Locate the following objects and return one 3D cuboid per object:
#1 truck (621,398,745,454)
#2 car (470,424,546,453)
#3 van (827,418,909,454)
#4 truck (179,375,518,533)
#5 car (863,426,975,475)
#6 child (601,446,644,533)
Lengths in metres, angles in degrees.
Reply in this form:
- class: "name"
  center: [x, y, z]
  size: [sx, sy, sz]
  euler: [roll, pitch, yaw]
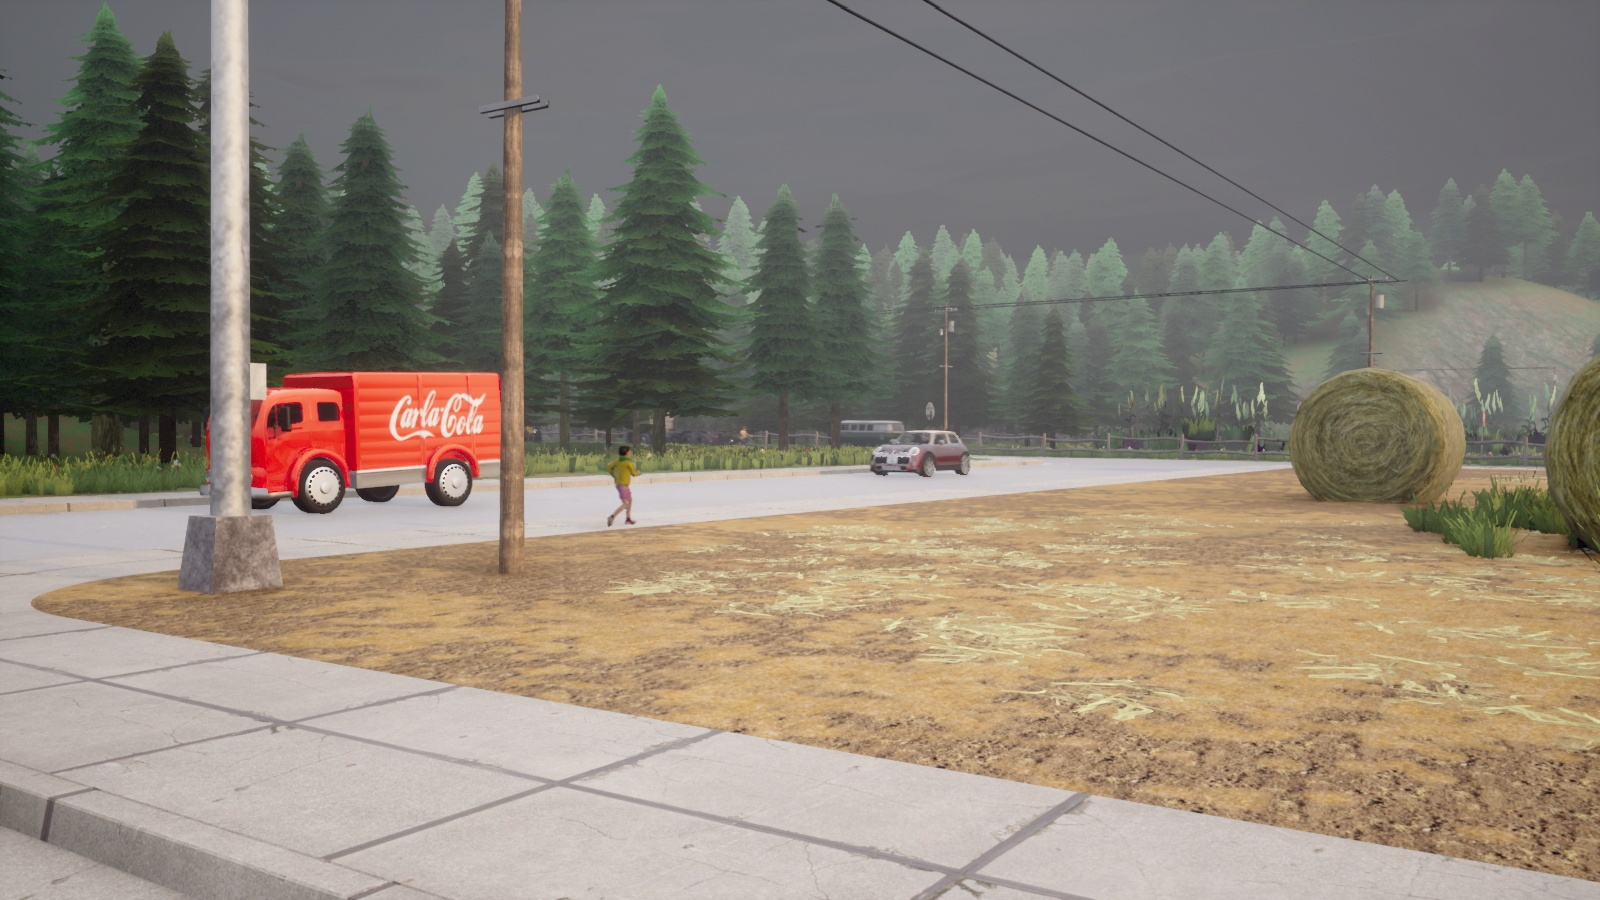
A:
- class: "truck"
  center: [-7.575, -1.525, 80.871]
  size: [7.936, 3.462, 2.891]
  euler: [0, 1, 36]
- class: "car"
  center: [-21.078, -0.825, 90.632]
  size: [5.566, 2.045, 2.150]
  euler: [0, 1, 36]
- class: "van"
  center: [3.906, -0.797, 72.558]
  size: [4.442, 1.987, 1.775]
  euler: [0, 1, 37]
- class: "truck"
  center: [-8.133, -0.055, 23.172]
  size: [2.627, 2.467, 5.204]
  euler: [0, 4, 35]
- class: "car"
  center: [3.895, -0.008, 40.587]
  size: [1.970, 1.475, 3.806]
  euler: [0, 1, 35]
- class: "child"
  center: [-2.409, 0.529, 17.039]
  size: [0.473, 1.160, 0.299]
  euler: [-1, 1, -37]
